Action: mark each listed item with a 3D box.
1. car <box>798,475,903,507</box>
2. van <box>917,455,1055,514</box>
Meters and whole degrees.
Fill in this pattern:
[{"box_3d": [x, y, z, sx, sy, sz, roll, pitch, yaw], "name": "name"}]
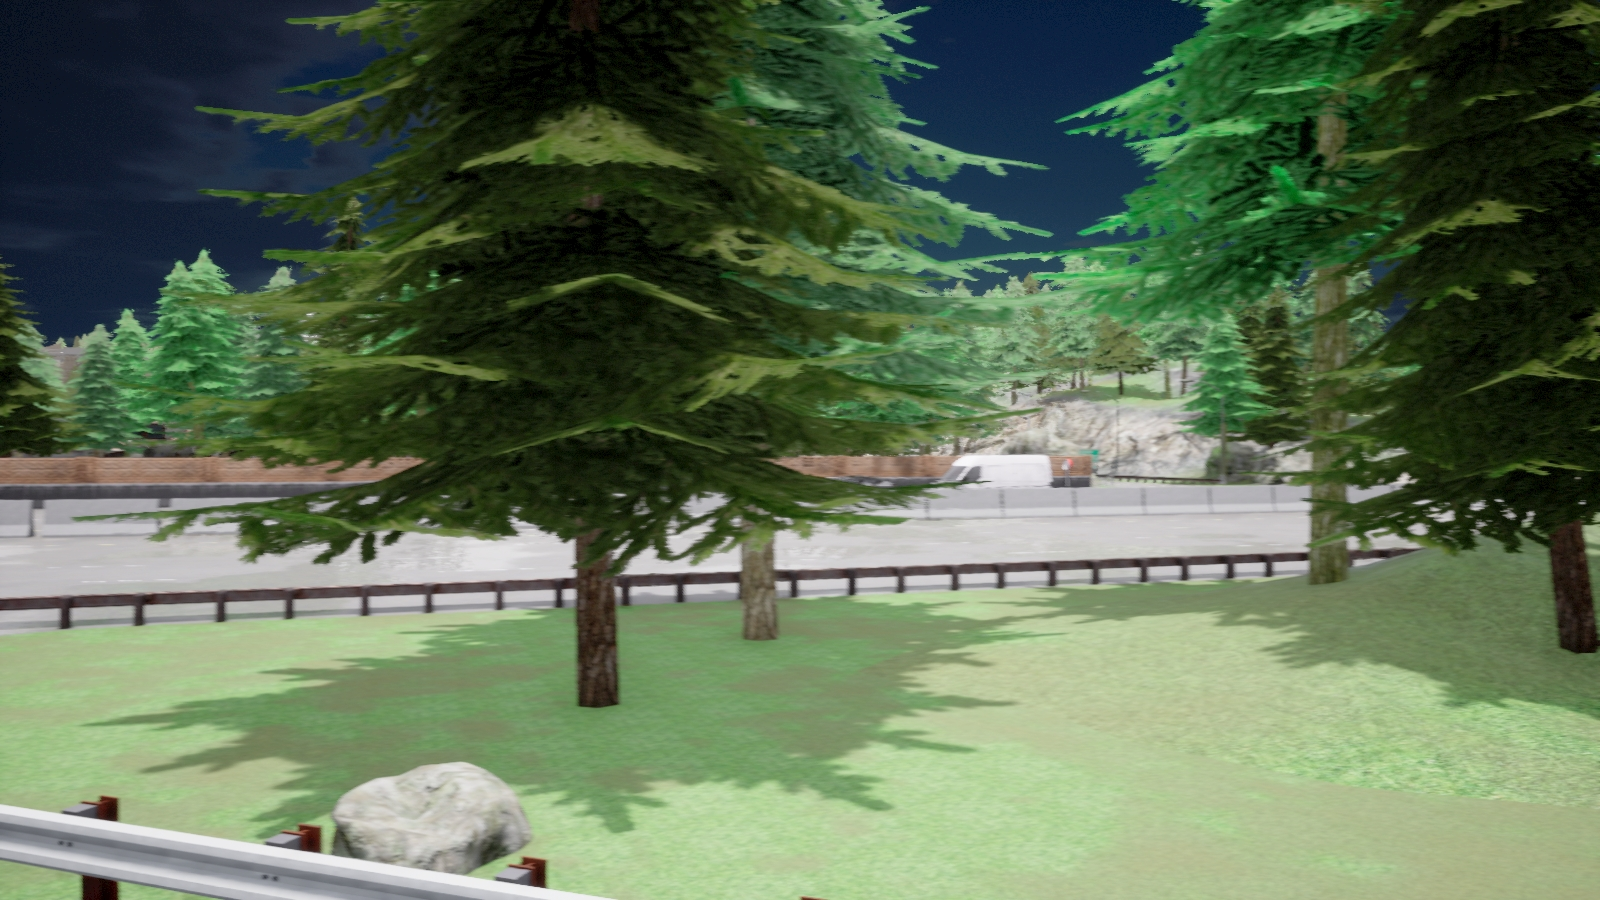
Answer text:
[{"box_3d": [2.520, 2.034, 57.428, 4.792, 1.488, 2.163, 0, 0, -18], "name": "car"}, {"box_3d": [8.469, 1.507, 51.979, 5.915, 2.561, 1.988, 0, 0, -18], "name": "van"}]
